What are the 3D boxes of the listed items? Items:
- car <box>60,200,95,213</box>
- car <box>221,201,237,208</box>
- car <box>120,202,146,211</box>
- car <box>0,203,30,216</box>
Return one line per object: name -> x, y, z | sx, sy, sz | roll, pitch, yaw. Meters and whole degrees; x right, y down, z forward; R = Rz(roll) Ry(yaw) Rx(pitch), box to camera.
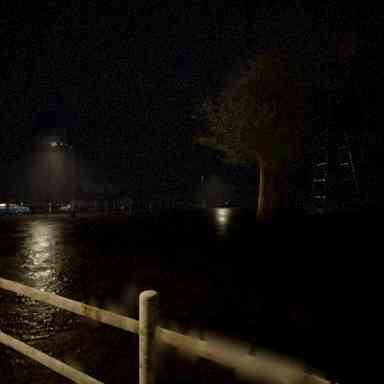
car -> -15.129, 1.911, 44.015 | 2.097, 1.767, 4.553 | -2, -2, 36
car -> 7.734, 2.626, 69.478 | 1.994, 1.385, 4.181 | -2, -2, 36
car -> -9.191, 2.258, 52.255 | 1.812, 1.442, 4.674 | -2, -2, 36
car -> -20.669, 1.950, 36.309 | 2.033, 1.411, 5.357 | -2, -2, 35
